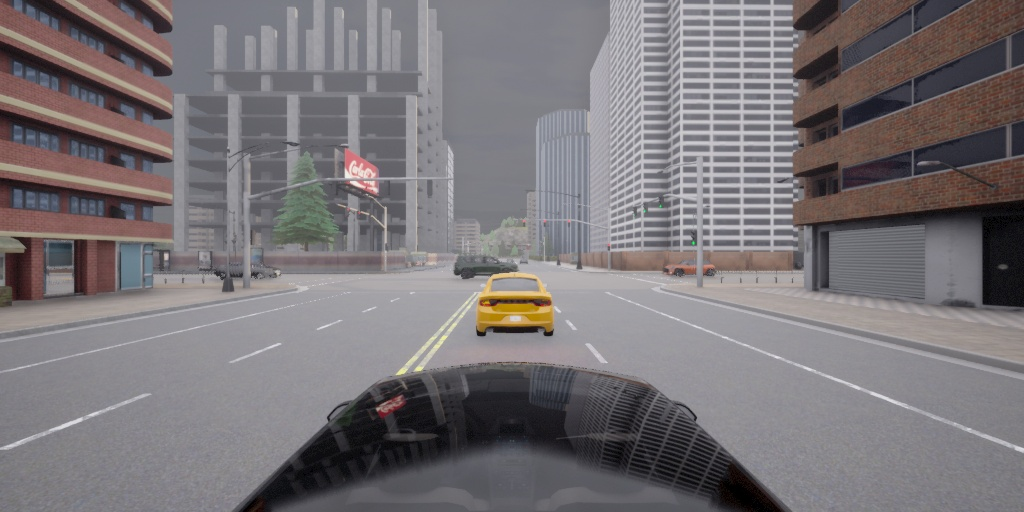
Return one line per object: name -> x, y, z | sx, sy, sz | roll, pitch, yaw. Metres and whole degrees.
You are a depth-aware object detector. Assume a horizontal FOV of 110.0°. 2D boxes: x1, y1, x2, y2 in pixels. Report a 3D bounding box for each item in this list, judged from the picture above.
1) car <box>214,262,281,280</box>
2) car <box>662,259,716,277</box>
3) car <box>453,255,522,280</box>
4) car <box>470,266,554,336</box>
car -> -22.200, 1.241, 30.246 | 4.902, 1.511, 2.128 | 0, 0, -1
car -> 16.893, 1.102, 34.353 | 4.553, 1.767, 2.097 | 0, 0, -2
car -> -2.187, 0.971, 30.473 | 5.566, 2.045, 2.150 | 0, 0, -1
car -> 0.061, 1.228, 10.389 | 1.882, 1.535, 5.008 | 0, 0, 0
